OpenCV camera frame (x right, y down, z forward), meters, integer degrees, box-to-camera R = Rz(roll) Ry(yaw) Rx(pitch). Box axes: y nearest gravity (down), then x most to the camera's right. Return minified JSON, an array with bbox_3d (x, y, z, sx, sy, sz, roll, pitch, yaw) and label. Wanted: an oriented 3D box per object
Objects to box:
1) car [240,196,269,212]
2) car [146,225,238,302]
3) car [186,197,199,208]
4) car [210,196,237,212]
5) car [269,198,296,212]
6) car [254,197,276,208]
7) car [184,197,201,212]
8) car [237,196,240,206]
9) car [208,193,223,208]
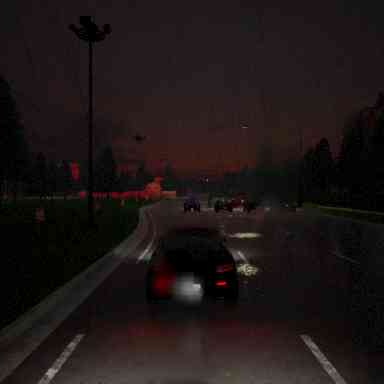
[{"bbox_3d":[7.018,1.505,37.932,1.837,1.490,4.892,0,0,0],"label":"car"},{"bbox_3d":[0.004,1.526,8.141,1.812,1.442,4.674,0,0,0],"label":"car"},{"bbox_3d":[0.024,1.526,48.394,1.812,1.442,4.674,0,0,0],"label":"car"},{"bbox_3d":[3.518,1.492,37.933,2.128,1.511,4.902,0,0,0],"label":"car"},{"bbox_3d":[10.519,1.564,38.346,1.994,1.385,4.181,0,0,0],"label":"car"},{"bbox_3d":[10.524,1.547,48.347,2.033,1.411,5.357,0,0,0],"label":"car"},{"bbox_3d":[0.019,1.601,38.382,1.895,1.301,4.718,0,0,0],"label":"car"},{"bbox_3d":[7.023,1.352,48.319,2.097,1.767,4.553,0,0,0],"label":"car"},{"bbox_3d":[3.524,1.221,48.380,2.150,2.045,5.566,0,0,0],"label":"car"}]
